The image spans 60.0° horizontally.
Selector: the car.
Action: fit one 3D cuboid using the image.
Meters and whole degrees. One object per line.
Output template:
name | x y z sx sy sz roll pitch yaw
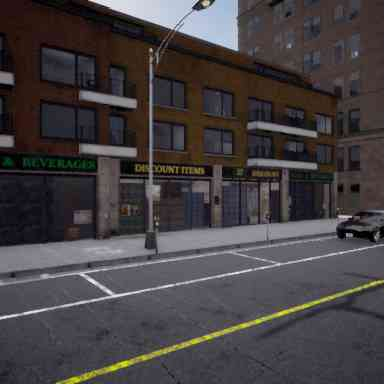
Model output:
car | 8.836 1.567 16.200 4.313 1.339 1.947 0 0 -35
